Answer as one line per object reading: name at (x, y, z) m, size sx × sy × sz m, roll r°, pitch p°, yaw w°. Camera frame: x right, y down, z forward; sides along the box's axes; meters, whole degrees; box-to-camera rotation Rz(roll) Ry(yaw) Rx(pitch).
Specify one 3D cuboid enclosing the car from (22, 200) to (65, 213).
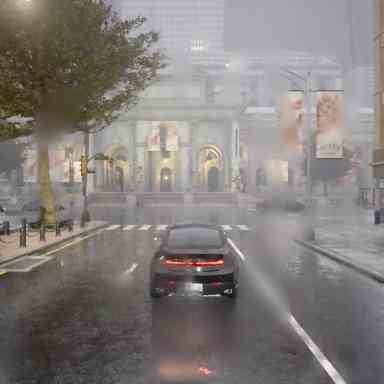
car at (-16.217, 1.564, 36.393) m, size 4.181 × 1.385 × 1.994 m, roll 0°, pitch 0°, yaw 0°

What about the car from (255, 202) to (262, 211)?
car at (9.421, 1.477, 36.286) m, size 5.008 × 1.535 × 1.882 m, roll 0°, pitch 0°, yaw 0°

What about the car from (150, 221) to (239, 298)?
car at (0.061, 1.505, 8.519) m, size 1.837 × 1.490 × 4.892 m, roll 0°, pitch 0°, yaw 0°

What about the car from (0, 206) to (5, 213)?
car at (-20.960, 1.564, 32.911) m, size 4.181 × 1.385 × 1.994 m, roll 0°, pitch 0°, yaw 0°

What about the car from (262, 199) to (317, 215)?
car at (9.781, 1.505, 32.786) m, size 4.892 × 1.490 × 1.837 m, roll 0°, pitch 0°, yaw 0°
